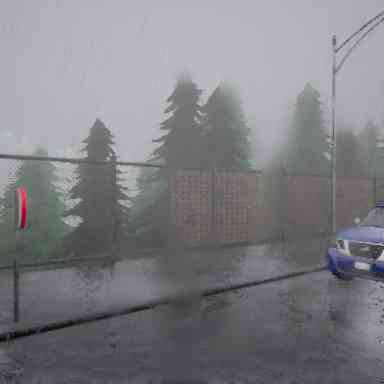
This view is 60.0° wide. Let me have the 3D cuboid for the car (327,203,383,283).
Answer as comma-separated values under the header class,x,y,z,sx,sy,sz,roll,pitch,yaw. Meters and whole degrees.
class,x,y,z,sx,sy,sz,roll,pitch,yaw
car,5.953,1.293,8.971,5.566,2.045,2.150,1,0,-37
